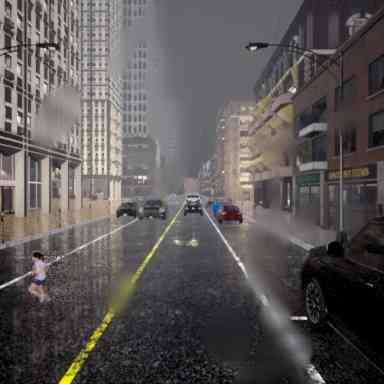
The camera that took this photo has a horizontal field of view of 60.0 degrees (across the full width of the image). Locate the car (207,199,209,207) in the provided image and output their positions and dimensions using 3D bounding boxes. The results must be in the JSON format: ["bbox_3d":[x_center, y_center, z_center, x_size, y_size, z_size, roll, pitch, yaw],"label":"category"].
[{"bbox_3d":[2.750,1.563,47.240,2.008,1.369,4.403,0,0,0],"label":"car"}]

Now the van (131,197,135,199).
[{"bbox_3d":[-5.646,1.347,35.954,1.690,1.788,3.998,0,0,0],"label":"van"}]

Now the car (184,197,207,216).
[{"bbox_3d":[0.133,1.553,33.229,2.033,1.411,5.357,0,0,0],"label":"car"}]

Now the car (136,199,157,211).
[{"bbox_3d":[-5.638,1.560,41.603,2.008,1.369,4.403,0,0,0],"label":"car"}]

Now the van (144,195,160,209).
[{"bbox_3d":[-5.631,1.353,47.251,1.690,1.788,3.998,0,0,0],"label":"van"}]

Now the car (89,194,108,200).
[{"bbox_3d":[-21.037,1.100,74.999,4.097,1.590,1.967,1,-1,0],"label":"car"}]

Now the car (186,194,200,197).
[{"bbox_3d":[0.129,1.232,45.095,2.150,2.045,5.566,0,0,1],"label":"car"}]

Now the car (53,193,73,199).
[{"bbox_3d":[-32.258,1.020,83.365,4.206,1.307,1.802,1,-1,0],"label":"car"}]

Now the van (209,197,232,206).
[{"bbox_3d":[2.728,1.345,30.295,1.690,1.788,3.998,0,0,0],"label":"van"}]

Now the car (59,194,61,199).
[{"bbox_3d":[-32.183,0.760,74.990,5.009,1.841,2.192,1,-1,0],"label":"car"}]

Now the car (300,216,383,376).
[{"bbox_3d":[3.004,1.225,3.646,2.150,2.045,5.566,0,0,0],"label":"car"}]

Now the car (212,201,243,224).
[{"bbox_3d":[2.721,1.585,24.646,1.802,1.307,4.206,0,0,0],"label":"car"}]

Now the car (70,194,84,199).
[{"bbox_3d":[-26.614,1.135,74.991,4.206,1.307,1.802,1,-1,0],"label":"car"}]

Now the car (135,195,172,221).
[{"bbox_3d":[-3.066,1.355,27.242,2.097,1.767,4.553,0,0,0],"label":"car"}]

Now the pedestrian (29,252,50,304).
[{"bbox_3d":[-3.057,1.674,6.694,0.500,1.100,0.500,0,0,-2],"label":"pedestrian"}]

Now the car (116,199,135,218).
[{"bbox_3d":[-5.652,1.570,30.305,1.947,1.339,4.313,0,0,0],"label":"car"}]
